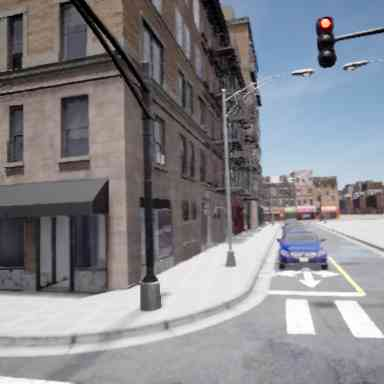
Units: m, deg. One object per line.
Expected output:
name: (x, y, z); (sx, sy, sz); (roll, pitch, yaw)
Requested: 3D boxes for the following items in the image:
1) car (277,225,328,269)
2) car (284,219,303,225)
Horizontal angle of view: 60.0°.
car: (4.821, 2.417, 14.731); (1.812, 1.442, 4.674); (-3, -4, 16)
car: (8.199, 3.141, 26.588); (1.812, 1.442, 4.674); (-3, -4, 16)
